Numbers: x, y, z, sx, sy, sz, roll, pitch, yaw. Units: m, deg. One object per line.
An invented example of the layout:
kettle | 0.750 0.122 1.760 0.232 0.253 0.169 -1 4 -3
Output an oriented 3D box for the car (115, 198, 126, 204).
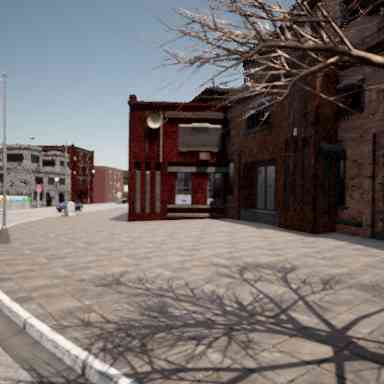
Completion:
car | -17.562 2.269 81.875 2.128 1.511 4.902 1 -1 3

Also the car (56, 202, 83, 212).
car | -16.117 2.006 44.127 1.895 1.301 4.718 1 -1 3
